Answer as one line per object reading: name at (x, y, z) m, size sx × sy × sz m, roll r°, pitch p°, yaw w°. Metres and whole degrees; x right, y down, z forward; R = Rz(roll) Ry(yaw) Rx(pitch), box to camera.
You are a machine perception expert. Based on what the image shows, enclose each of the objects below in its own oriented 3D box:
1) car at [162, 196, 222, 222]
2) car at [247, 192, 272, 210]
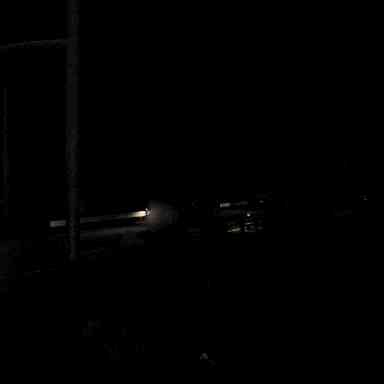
car at (0.074, 1.091, 22.957) m, size 2.128 × 1.511 × 4.902 m, roll 0°, pitch 3°, yaw 41°
car at (6.951, 0.779, 30.655) m, size 1.882 × 1.535 × 5.008 m, roll 0°, pitch 1°, yaw 42°
